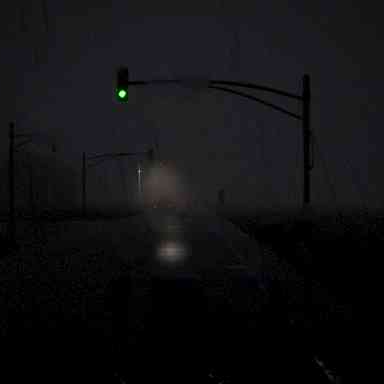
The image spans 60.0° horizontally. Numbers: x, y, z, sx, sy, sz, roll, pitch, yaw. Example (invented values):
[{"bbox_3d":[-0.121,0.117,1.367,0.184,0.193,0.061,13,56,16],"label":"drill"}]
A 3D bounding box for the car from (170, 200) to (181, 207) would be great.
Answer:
[{"bbox_3d":[-3.445,2.358,68.794,1.994,1.385,4.181,0,-1,0],"label":"car"}]

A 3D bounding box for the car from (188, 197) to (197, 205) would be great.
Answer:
[{"bbox_3d":[0.068,2.182,83.782,2.150,2.045,5.566,0,-1,0],"label":"car"}]

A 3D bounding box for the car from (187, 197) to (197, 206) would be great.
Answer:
[{"bbox_3d":[0.060,2.206,73.567,2.097,1.767,4.553,0,-1,0],"label":"car"}]

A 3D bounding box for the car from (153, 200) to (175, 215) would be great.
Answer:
[{"bbox_3d":[-3.557,1.849,41.456,2.097,1.767,4.553,0,-1,0],"label":"car"}]

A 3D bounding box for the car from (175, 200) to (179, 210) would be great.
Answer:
[{"bbox_3d":[-3.548,1.948,50.236,2.097,1.767,4.553,0,-1,0],"label":"car"}]
